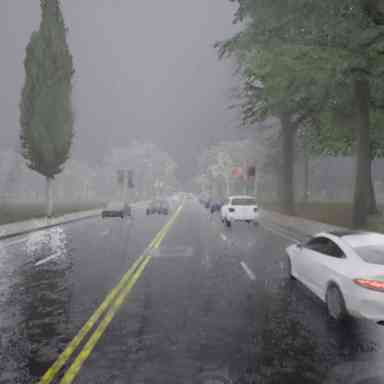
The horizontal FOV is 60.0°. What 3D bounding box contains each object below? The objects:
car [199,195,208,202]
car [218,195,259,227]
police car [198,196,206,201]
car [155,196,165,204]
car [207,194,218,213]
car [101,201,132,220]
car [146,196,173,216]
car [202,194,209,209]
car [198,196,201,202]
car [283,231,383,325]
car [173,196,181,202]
[{"bbox_3d":[2.877,1.705,82.662,2.033,1.649,4.856,0,0,-1],"label":"car"},{"bbox_3d":[3.311,1.290,23.727,2.150,2.045,5.566,0,0,0],"label":"car"},{"bbox_3d":[2.774,1.818,93.668,2.038,1.542,4.974,0,0,-1],"label":"police car"},{"bbox_3d":[-6.778,1.703,70.869,1.882,1.535,5.008,0,0,0],"label":"car"},{"bbox_3d":[3.162,1.471,38.612,2.097,1.767,4.553,0,0,0],"label":"car"},{"bbox_3d":[-6.652,1.564,29.738,1.882,1.535,5.008,0,0,0],"label":"car"},{"bbox_3d":[-3.412,1.453,33.751,2.097,1.767,4.553,0,0,0],"label":"car"},{"bbox_3d":[3.110,1.378,49.678,2.150,2.045,5.566,0,0,0],"label":"car"},{"bbox_3d":[2.966,1.739,71.687,2.163,1.488,4.792,0,0,0],"label":"car"},{"bbox_3d":[3.346,1.543,7.032,1.812,1.442,4.674,0,0,0],"label":"car"},{"bbox_3d":[-3.554,1.557,74.146,1.812,1.442,4.674,0,0,0],"label":"car"}]
